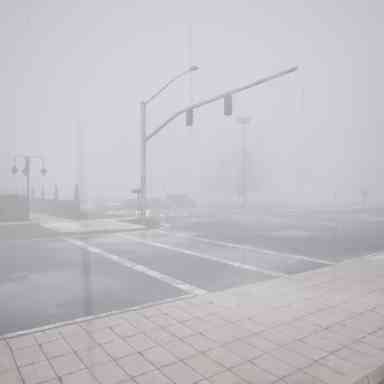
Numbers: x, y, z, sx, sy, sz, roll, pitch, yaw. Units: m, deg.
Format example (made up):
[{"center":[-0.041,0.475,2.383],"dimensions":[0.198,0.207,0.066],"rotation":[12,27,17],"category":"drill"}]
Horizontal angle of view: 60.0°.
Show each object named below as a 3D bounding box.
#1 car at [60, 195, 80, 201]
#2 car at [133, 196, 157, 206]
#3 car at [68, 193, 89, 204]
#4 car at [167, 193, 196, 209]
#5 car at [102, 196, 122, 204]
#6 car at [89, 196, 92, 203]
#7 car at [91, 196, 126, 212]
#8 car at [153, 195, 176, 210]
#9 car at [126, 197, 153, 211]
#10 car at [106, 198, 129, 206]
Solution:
[{"center":[-20.169,1.601,53.620],"dimensions":[1.895,1.301,4.718],"rotation":[0,0,-36],"category":"car"},{"center":[-7.676,1.505,54.301],"dimensions":[1.837,1.490,4.892],"rotation":[0,0,-36],"category":"car"},{"center":[-21.546,1.224,61.529],"dimensions":[2.150,2.045,5.566],"rotation":[0,0,-35],"category":"car"},{"center":[-1.691,1.221,46.092],"dimensions":[2.150,2.045,5.566],"rotation":[0,0,-36],"category":"car"},{"center":[-15.779,1.547,65.525],"dimensions":[2.033,1.411,5.357],"rotation":[0,0,-36],"category":"car"},{"center":[-13.362,1.505,50.214],"dimensions":[1.837,1.490,4.892],"rotation":[0,0,-36],"category":"car"},{"center":[-10.037,1.526,39.718],"dimensions":[1.812,1.442,4.674],"rotation":[0,0,-36],"category":"car"},{"center":[-4.510,1.505,44.014],"dimensions":[1.837,1.490,4.892],"rotation":[0,0,-36],"category":"car"},{"center":[-7.456,1.547,42.116],"dimensions":[2.033,1.411,5.357],"rotation":[0,0,-36],"category":"car"},{"center":[-12.276,1.601,54.667],"dimensions":[1.895,1.301,4.718],"rotation":[0,0,-36],"category":"car"}]
